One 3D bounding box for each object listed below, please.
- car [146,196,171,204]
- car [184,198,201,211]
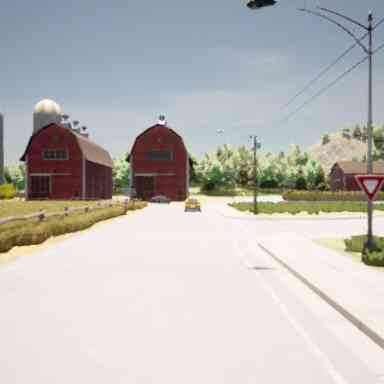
[{"bbox_3d":[-5.929,1.375,57.693,4.902,1.511,2.128,0,-1,34],"label":"car"},{"bbox_3d":[0.078,1.401,39.183,1.882,1.535,5.008,0,0,0],"label":"car"}]
